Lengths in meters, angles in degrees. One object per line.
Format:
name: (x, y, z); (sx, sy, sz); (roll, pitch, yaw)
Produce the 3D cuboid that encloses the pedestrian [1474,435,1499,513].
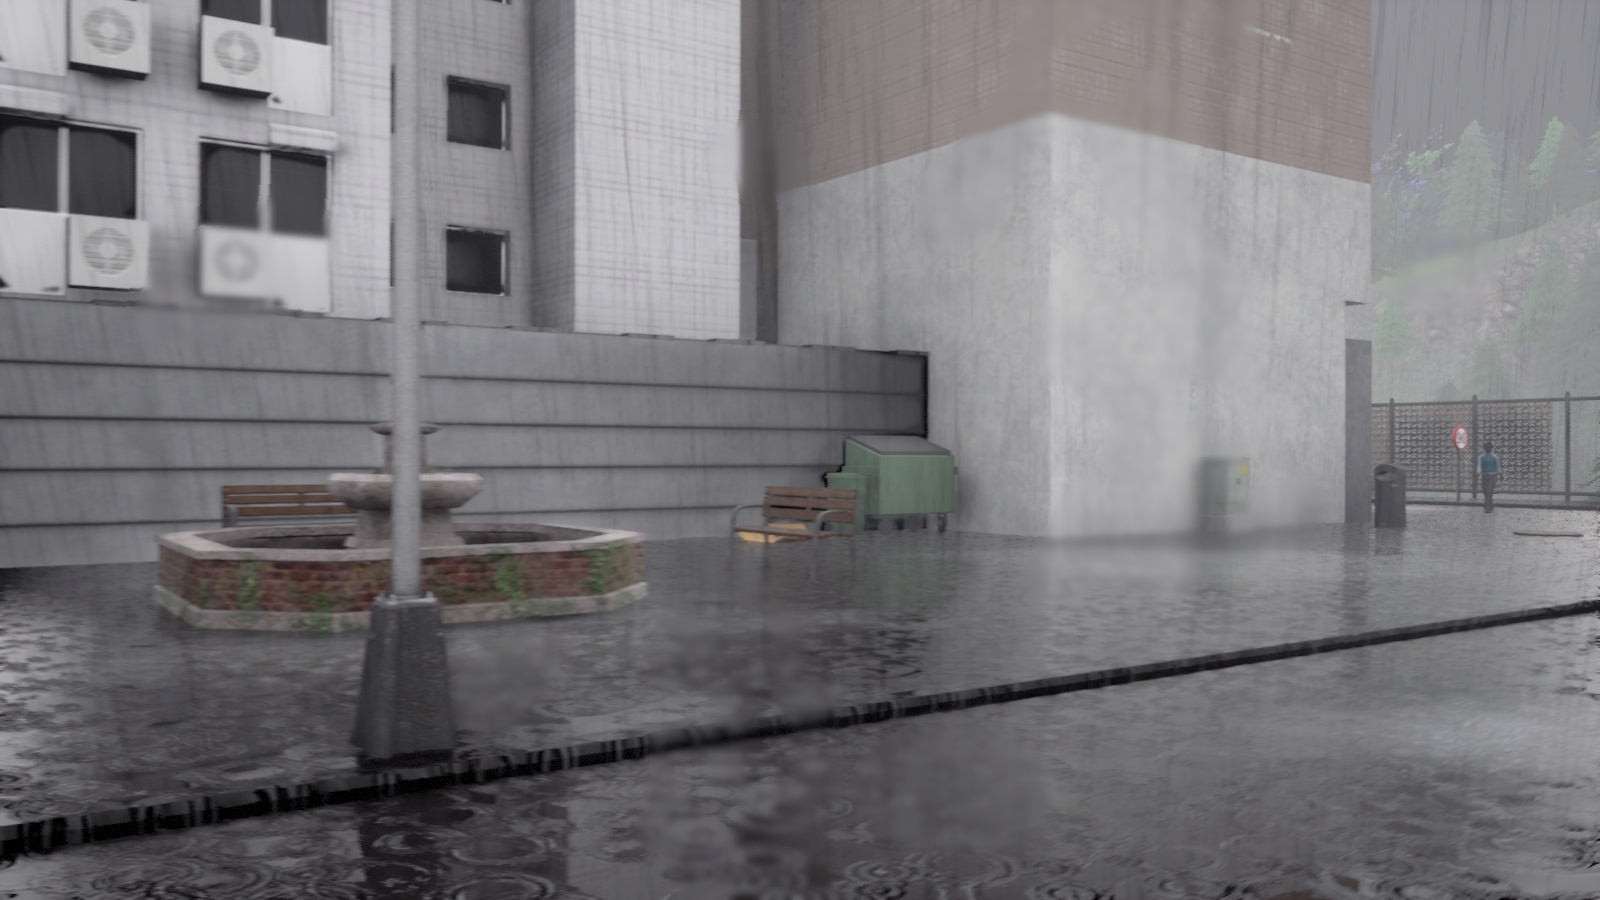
pedestrian: (17.165, 0.590, 31.392); (0.396, 1.930, 0.692); (0, 0, 41)
